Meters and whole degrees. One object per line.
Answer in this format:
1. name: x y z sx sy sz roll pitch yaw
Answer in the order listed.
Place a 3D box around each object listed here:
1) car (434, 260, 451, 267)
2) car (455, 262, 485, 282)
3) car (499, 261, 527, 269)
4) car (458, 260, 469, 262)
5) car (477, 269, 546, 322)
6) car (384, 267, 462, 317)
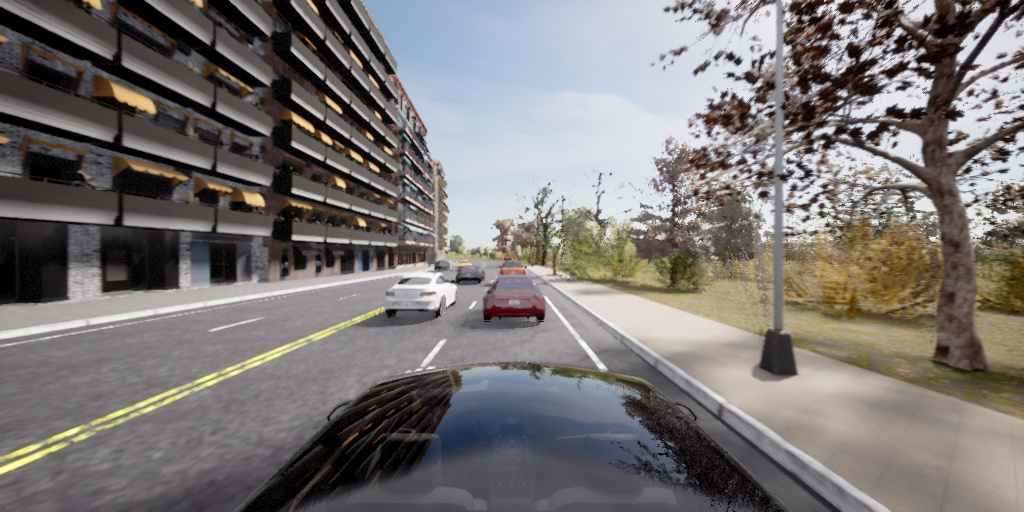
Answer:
1. car: -9.954 1.360 51.420 1.837 1.490 4.892 0 -1 -1
2. car: -3.161 1.366 28.152 1.994 1.385 4.181 0 0 0
3. car: 0.083 1.152 27.234 2.097 1.767 4.553 0 0 0
4. car: -6.682 1.328 49.496 1.882 1.535 5.008 0 0 -1
5. car: 0.076 1.333 12.474 1.994 1.385 4.181 0 0 0
6. car: -3.171 1.296 13.129 1.812 1.442 4.674 0 0 0
